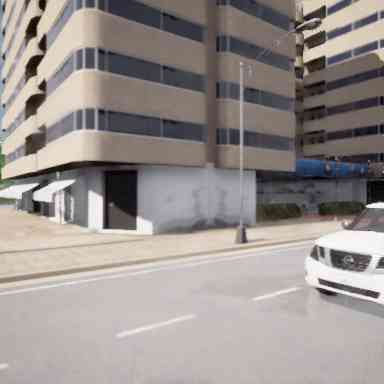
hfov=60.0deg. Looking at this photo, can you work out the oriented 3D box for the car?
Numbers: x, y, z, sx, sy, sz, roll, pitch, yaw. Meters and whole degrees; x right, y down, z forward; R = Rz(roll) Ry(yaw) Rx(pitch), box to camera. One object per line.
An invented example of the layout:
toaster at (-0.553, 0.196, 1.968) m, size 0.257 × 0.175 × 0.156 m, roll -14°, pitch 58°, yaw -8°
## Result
car at (4.986, 1.222, 7.550) m, size 5.566 × 2.045 × 2.150 m, roll 0°, pitch 0°, yaw -35°
